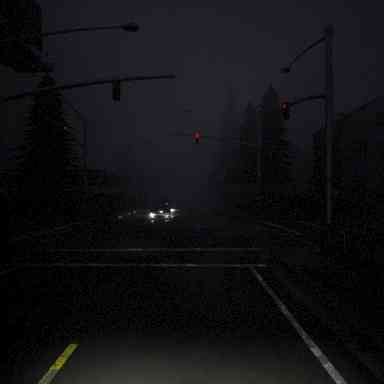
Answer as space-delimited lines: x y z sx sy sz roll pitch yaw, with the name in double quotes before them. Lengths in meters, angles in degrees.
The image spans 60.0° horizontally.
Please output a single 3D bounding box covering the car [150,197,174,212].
"car" -3.525 1.352 38.105 2.097 1.767 4.553 0 0 0
